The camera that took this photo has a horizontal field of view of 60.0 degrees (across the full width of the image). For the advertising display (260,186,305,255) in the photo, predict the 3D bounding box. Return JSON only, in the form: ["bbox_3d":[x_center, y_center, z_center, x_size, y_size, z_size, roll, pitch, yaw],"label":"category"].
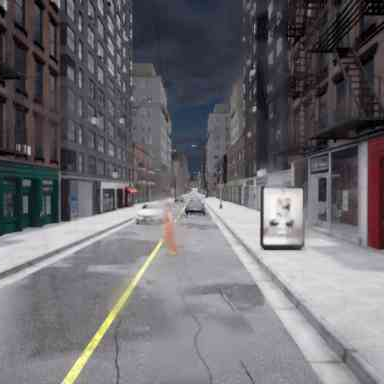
[{"bbox_3d":[3.255,1.017,11.993,1.540,2.440,0.280,0,1,1],"label":"advertising display"}]

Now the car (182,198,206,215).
[{"bbox_3d":[0.377,1.538,33.558,1.994,1.385,4.181,0,0,2],"label":"car"}]

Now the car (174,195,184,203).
[{"bbox_3d":[-2.449,1.442,64.672,1.837,1.490,4.892,0,0,1],"label":"car"}]

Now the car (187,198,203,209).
[{"bbox_3d":[0.465,1.508,45.513,2.033,1.411,5.357,0,0,1],"label":"car"}]

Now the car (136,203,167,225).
[{"bbox_3d":[-2.877,1.508,24.219,1.812,1.442,4.674,0,0,1],"label":"car"}]

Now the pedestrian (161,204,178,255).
[{"bbox_3d":[-0.787,1.286,11.721,0.375,1.860,0.375,-1,1,-14],"label":"pedestrian"}]
